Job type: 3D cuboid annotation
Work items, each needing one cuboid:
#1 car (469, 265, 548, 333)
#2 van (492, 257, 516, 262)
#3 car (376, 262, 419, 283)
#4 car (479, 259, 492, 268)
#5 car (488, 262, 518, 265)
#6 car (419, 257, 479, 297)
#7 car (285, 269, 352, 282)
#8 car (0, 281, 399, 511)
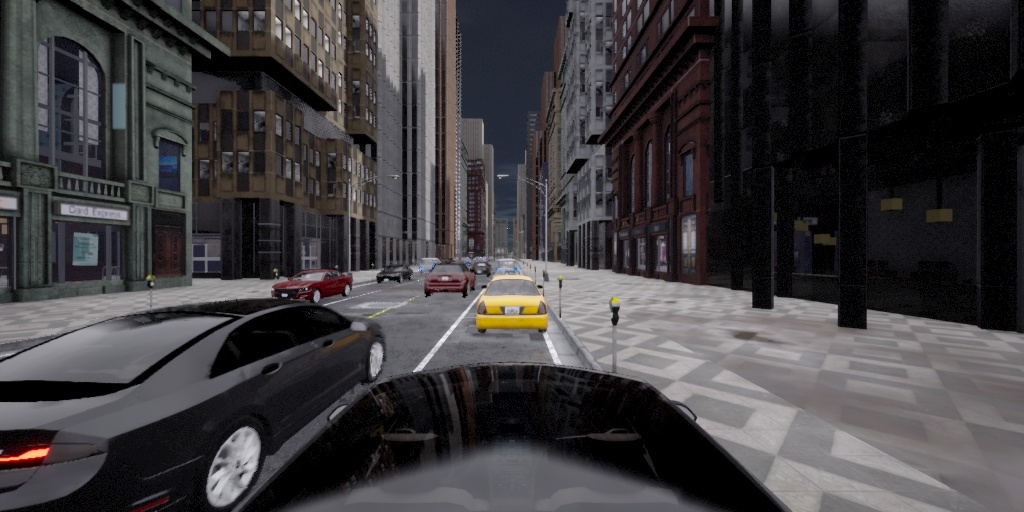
[{"bbox_3d":[0.005,1.208,10.690,1.801,1.575,5.366,0,0,0],"label":"car"},{"bbox_3d":[-0.383,1.098,27.584,1.690,1.789,3.998,0,0,0],"label":"van"},{"bbox_3d":[-8.908,1.323,27.572,1.948,1.339,4.313,0,0,0],"label":"car"},{"bbox_3d":[-3.040,1.287,35.765,1.812,1.442,4.674,0,0,0],"label":"car"},{"bbox_3d":[-0.383,1.280,22.119,1.751,1.417,4.829,0,0,0],"label":"car"},{"bbox_3d":[-3.146,1.104,18.982,2.097,1.767,4.553,0,0,0],"label":"car"},{"bbox_3d":[-8.908,1.297,16.299,1.888,1.381,4.507,0,0,0],"label":"car"},{"bbox_3d":[-3.051,1.255,4.185,1.837,1.490,4.892,0,0,0],"label":"car"}]
